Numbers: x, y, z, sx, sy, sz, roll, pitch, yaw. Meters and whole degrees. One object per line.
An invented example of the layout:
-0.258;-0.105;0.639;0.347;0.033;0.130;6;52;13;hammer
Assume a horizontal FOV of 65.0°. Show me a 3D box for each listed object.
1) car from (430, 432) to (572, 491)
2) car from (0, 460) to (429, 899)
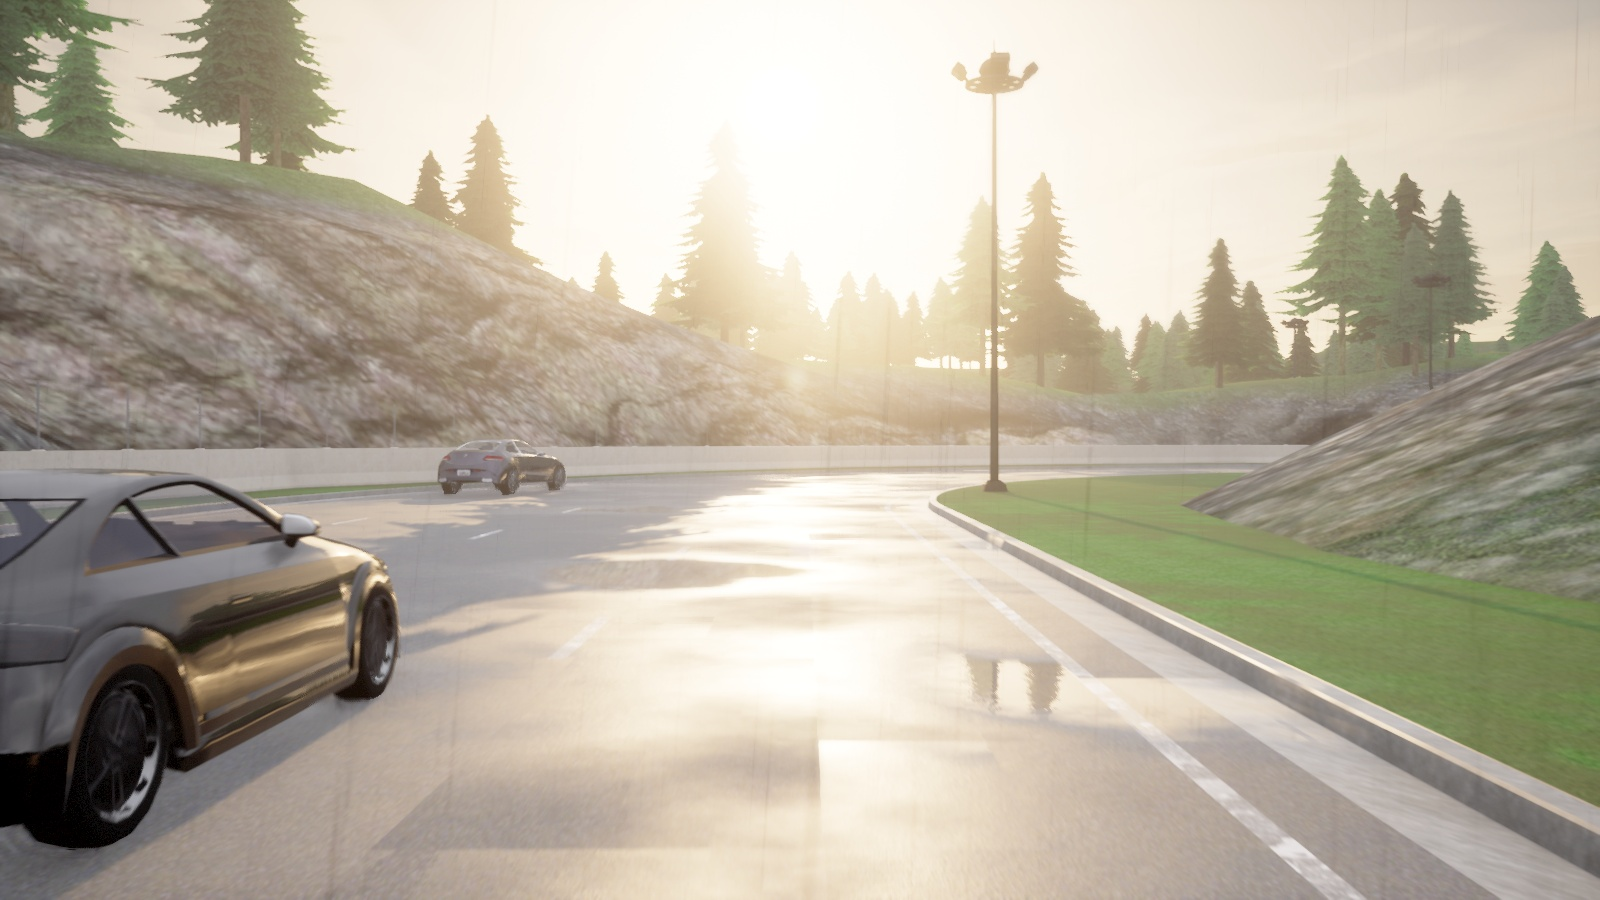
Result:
-8.893;0.304;37.889;2.152;1.651;5.027;0;0;13;car
-3.450;0.773;6.184;1.994;1.385;4.181;0;0;0;car
